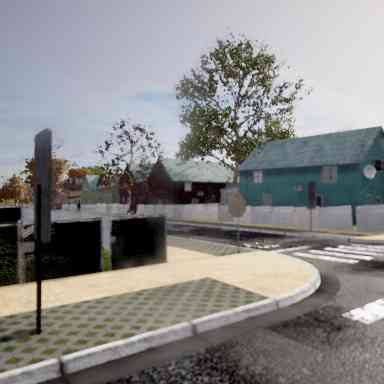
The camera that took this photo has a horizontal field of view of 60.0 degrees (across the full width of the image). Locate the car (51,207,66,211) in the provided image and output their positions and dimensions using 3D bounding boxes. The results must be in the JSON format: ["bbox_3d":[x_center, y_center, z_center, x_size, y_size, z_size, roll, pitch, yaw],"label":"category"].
[{"bbox_3d":[-19.162,2.757,46.719,1.895,1.301,4.718,1,-2,-35],"label":"car"}]
